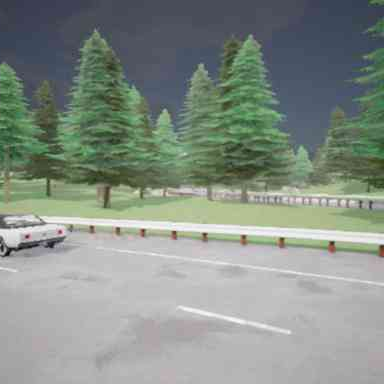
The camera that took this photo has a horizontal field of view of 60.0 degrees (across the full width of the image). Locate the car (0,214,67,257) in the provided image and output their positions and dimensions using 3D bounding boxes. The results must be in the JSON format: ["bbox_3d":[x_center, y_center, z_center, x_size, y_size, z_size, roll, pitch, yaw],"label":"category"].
[{"bbox_3d":[-6.898,1.455,12.278,4.718,1.301,1.895,0,1,31],"label":"car"}]
